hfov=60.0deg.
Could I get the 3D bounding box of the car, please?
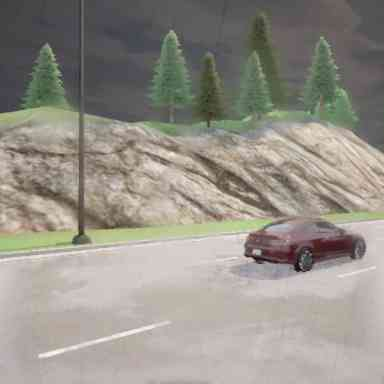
[{"bbox_3d":[3.687,1.526,10.687,4.674,1.442,1.812,0,0,-36],"label":"car"}]
